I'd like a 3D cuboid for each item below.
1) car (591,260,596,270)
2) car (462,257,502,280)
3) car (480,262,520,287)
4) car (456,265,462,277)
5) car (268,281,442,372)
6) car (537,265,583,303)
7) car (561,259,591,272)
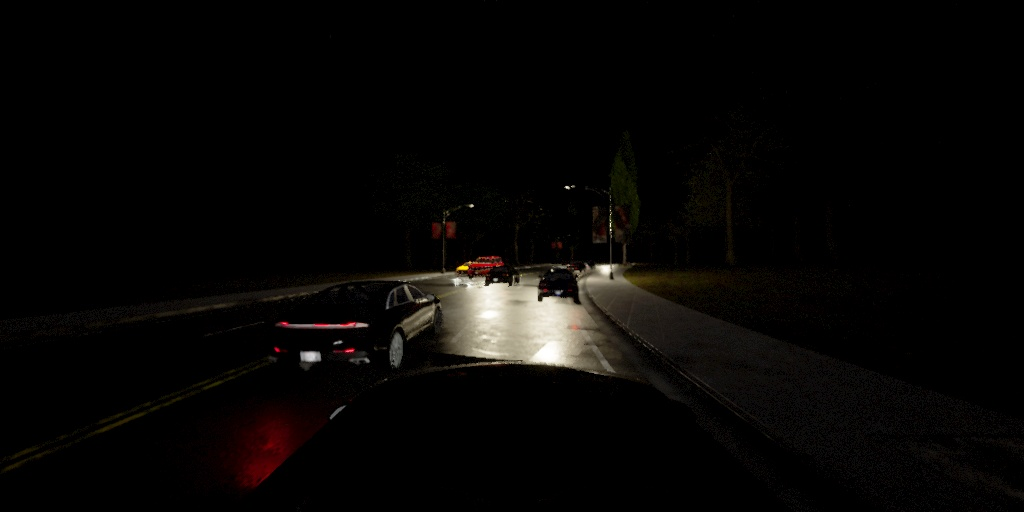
[{"bbox_3d":[11.434,1.302,54.202,1.837,1.490,4.892,-1,0,20],"label":"car"},{"bbox_3d":[-2.369,1.091,33.548,2.150,2.045,5.566,-1,0,14],"label":"car"},{"bbox_3d":[-0.619,1.367,25.550,1.812,1.442,4.674,0,0,11],"label":"car"},{"bbox_3d":[-4.293,1.379,38.710,1.882,1.535,5.008,-1,0,17],"label":"car"},{"bbox_3d":[-2.861,1.276,7.709,2.128,1.511,4.902,0,0,3],"label":"car"},{"bbox_3d":[2.214,1.338,17.183,1.812,1.442,4.674,0,0,8],"label":"car"},{"bbox_3d":[7.961,1.288,44.371,2.128,1.511,4.902,-1,0,20],"label":"car"}]
